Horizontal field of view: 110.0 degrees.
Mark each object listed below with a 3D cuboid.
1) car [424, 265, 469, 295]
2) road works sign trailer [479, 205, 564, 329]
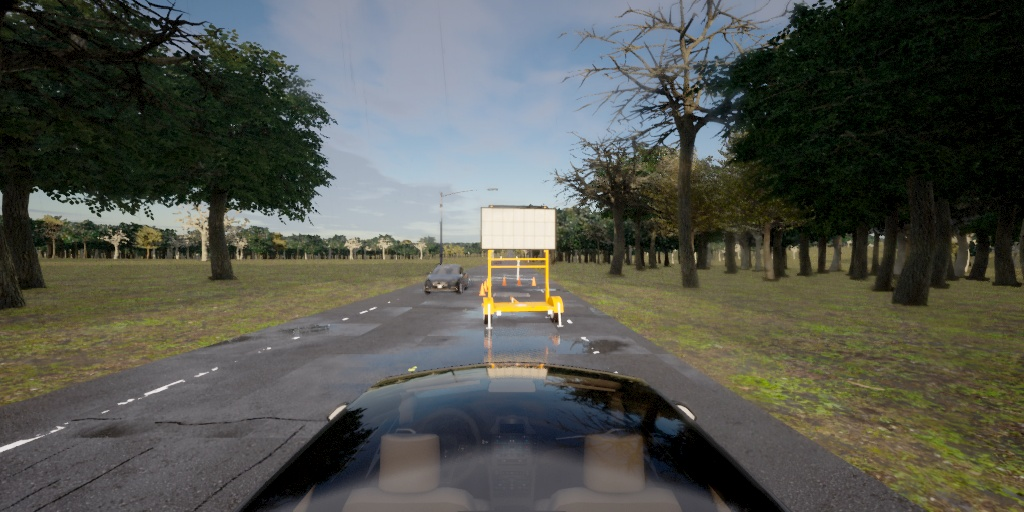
[{"bbox_3d":[-3.524,1.252,19.889,1.837,1.490,4.892,0,0,0],"label":"car"},{"bbox_3d":[0.182,0.211,11.364,2.380,3.560,2.880,0,0,-8],"label":"road works sign trailer"}]
